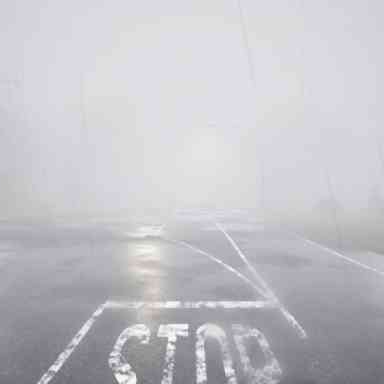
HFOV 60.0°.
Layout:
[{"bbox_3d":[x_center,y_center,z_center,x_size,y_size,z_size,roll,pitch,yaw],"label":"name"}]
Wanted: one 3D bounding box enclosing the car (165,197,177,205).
[{"bbox_3d":[-3.788,1.558,59.133,1.812,1.442,4.674,0,0,-1],"label":"car"}]
